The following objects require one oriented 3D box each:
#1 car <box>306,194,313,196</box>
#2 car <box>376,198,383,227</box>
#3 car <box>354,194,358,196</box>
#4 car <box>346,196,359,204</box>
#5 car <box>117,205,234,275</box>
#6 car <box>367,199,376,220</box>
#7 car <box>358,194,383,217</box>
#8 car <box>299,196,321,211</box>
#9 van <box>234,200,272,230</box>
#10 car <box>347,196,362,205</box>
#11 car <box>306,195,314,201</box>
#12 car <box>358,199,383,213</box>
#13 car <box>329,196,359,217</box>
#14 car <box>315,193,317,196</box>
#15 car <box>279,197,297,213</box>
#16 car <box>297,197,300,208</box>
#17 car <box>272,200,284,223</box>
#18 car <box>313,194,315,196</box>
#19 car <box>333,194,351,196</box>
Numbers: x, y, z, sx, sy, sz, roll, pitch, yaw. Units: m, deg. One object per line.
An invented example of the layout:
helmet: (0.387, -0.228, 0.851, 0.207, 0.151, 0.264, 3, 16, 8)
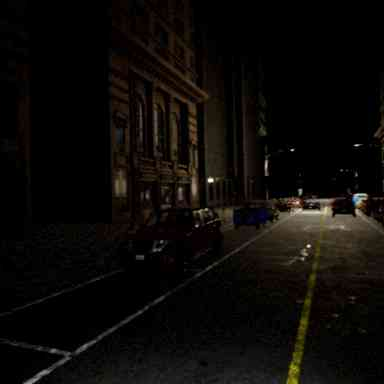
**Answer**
car: (23.035, 1.560, 68.197, 2.008, 1.369, 4.403, -2, -1, 22)
car: (11.711, 1.288, 18.350, 1.967, 1.590, 4.097, -2, 0, 22)
car: (20.314, 1.335, 39.225, 1.752, 1.417, 4.829, -2, -1, 22)
car: (28.787, 1.357, 59.786, 1.802, 1.307, 4.206, -2, -1, 22)
car: (-0.444, 1.427, 11.226, 2.192, 1.841, 5.009, -2, 0, 22)
car: (13.849, 1.420, 23.528, 1.802, 1.307, 4.206, -2, 0, 22)
car: (15.976, 1.143, 28.710, 2.192, 1.841, 5.009, -2, -1, 22)
car: (14.298, 1.541, 39.771, 1.994, 1.385, 4.181, -2, -1, 23)
van: (3.825, 1.432, 21.584, 1.690, 1.788, 3.998, -2, 0, 22)
car: (26.653, 1.366, 54.607, 1.802, 1.307, 4.206, -2, -1, 22)
car: (31.506, 1.505, 88.758, 1.752, 1.417, 4.829, -2, -1, 22)
car: (18.117, 1.401, 33.888, 1.802, 1.307, 4.206, -2, -1, 22)
car: (13.522, 1.383, 29.812, 1.882, 1.535, 5.008, -2, -1, 23)
car: (29.432, 1.302, 83.737, 2.192, 1.841, 5.009, -2, -1, 22)
car: (10.229, 1.502, 37.122, 1.967, 1.590, 4.097, -2, -1, 22)
car: (14.497, 1.483, 47.481, 1.967, 1.590, 4.097, -2, -1, 22)
car: (5.898, 1.606, 26.605, 1.752, 1.417, 4.829, -2, 0, 22)
car: (27.303, 1.539, 78.556, 1.887, 1.381, 4.507, -2, -1, 22)
car: (17.552, 1.366, 39.727, 1.882, 1.535, 5.008, -2, 0, 23)
